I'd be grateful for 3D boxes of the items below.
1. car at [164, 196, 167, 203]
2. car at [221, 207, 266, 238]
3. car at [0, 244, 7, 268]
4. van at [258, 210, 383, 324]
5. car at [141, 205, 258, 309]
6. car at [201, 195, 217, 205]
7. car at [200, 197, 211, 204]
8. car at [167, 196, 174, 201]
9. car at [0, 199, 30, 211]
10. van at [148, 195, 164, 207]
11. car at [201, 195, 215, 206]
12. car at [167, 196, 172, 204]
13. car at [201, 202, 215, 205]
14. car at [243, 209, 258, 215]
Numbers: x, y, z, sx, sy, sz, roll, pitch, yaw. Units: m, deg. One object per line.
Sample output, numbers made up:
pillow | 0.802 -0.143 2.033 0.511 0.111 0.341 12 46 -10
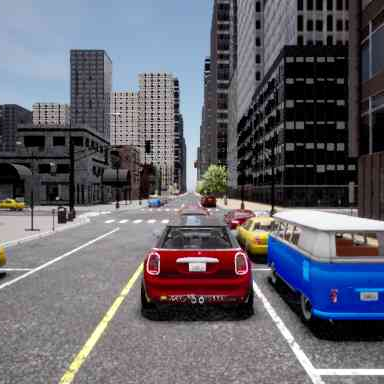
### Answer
car | -5.727 1.505 56.117 1.967 1.590 4.097 0 0 0
car | 2.676 1.587 18.213 1.802 1.307 4.206 0 0 0
car | -5.697 1.525 6.711 1.752 1.417 4.829 0 0 0
van | 2.683 1.341 6.886 1.690 1.788 3.998 0 0 0
car | 0.094 1.352 8.027 2.097 1.767 4.553 0 0 0
car | 2.655 1.369 50.601 2.192 1.841 5.009 0 0 0
car | 2.647 1.655 67.173 1.947 1.339 4.313 0 0 0
car | -5.747 1.673 89.091 1.752 1.417 4.829 0 0 0
car | -21.432 1.469 38.415 4.829 1.417 1.752 0 0 0
van | -5.724 1.395 50.594 1.690 1.788 3.998 0 0 0
car | 2.652 1.380 56.125 2.192 1.841 5.009 0 0 0
car | -5.734 1.529 67.166 1.967 1.590 4.097 0 0 0
car | 0.089 1.482 17.233 1.882 1.535 5.008 0 0 0
car | 2.679 1.527 12.720 1.752 1.417 4.829 0 0 0
